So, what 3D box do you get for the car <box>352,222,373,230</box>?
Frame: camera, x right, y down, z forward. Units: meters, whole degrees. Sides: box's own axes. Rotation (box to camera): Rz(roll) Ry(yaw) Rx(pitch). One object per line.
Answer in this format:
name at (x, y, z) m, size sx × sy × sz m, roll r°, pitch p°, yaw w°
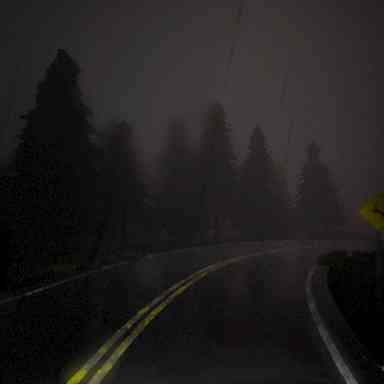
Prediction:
car at (32.879, 6.905, 64.506) m, size 2.150 × 2.045 × 5.566 m, roll 0°, pitch -5°, yaw 7°
